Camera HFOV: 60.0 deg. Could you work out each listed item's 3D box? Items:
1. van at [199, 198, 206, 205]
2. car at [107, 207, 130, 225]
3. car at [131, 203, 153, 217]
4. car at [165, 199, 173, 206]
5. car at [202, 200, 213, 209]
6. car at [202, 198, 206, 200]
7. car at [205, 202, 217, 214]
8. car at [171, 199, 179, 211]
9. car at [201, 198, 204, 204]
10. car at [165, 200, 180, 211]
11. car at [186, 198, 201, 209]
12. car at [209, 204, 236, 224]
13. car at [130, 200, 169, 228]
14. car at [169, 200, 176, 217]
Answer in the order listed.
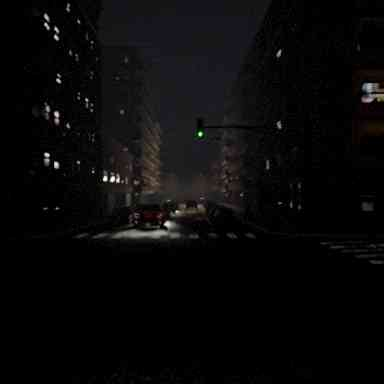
[{"bbox_3d":[2.642,2.391,82.763,1.690,1.788,3.998,-1,-1,0],"label":"van"},{"bbox_3d":[-5.710,1.907,27.538,1.947,1.339,4.313,0,-1,0],"label":"car"},{"bbox_3d":[-5.716,2.046,38.584,1.947,1.339,4.313,0,-1,0],"label":"car"},{"bbox_3d":[-5.738,2.573,82.599,1.752,1.417,4.829,0,-1,0],"label":"car"},{"bbox_3d":[2.662,2.095,44.099,1.887,1.381,4.507,0,-1,0],"label":"car"},{"bbox_3d":[3.121,2.255,58.096,1.812,1.442,4.674,0,-1,0],"label":"car"},{"bbox_3d":[2.668,1.976,33.053,1.947,1.339,4.313,0,-1,0],"label":"car"},{"bbox_3d":[-3.109,2.073,43.871,1.812,1.442,4.674,0,-1,0],"label":"car"},{"bbox_3d":[3.109,2.297,65.095,1.882,1.535,5.008,0,-1,0],"label":"car"},{"bbox_3d":[-3.086,2.170,54.142,2.128,1.511,4.902,0,-1,0],"label":"car"},{"bbox_3d":[-0.029,2.087,58.586,2.097,1.767,4.553,0,-1,0],"label":"car"},{"bbox_3d":[2.671,1.923,27.530,1.802,1.307,4.206,0,-1,0],"label":"car"},{"bbox_3d":[-3.054,1.658,24.786,2.097,1.767,4.553,0,-1,-2],"label":"car"},{"bbox_3d":[-3.115,1.912,33.890,2.128,1.511,4.902,0,-1,0],"label":"car"}]
